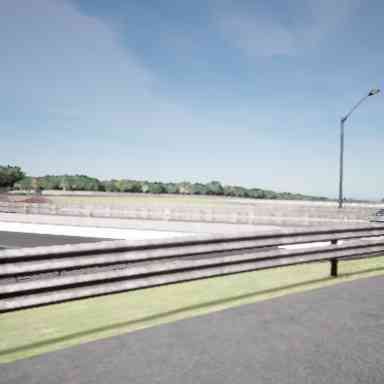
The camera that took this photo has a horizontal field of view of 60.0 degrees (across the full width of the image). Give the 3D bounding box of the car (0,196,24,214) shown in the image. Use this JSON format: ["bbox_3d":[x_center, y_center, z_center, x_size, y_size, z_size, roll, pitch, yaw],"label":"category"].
[{"bbox_3d":[-17.205,1.231,28.535,4.718,1.301,1.895,1,-1,21],"label":"car"}]

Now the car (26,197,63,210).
[{"bbox_3d":[-16.347,1.266,36.123,5.008,1.535,1.882,1,-1,23],"label":"car"}]

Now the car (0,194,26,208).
[{"bbox_3d":[-19.637,1.015,33.753,4.553,1.767,2.097,1,-1,24],"label":"car"}]

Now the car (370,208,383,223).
[{"bbox_3d":[14.268,1.834,21.729,4.553,1.767,2.097,2,-1,5],"label":"car"}]
